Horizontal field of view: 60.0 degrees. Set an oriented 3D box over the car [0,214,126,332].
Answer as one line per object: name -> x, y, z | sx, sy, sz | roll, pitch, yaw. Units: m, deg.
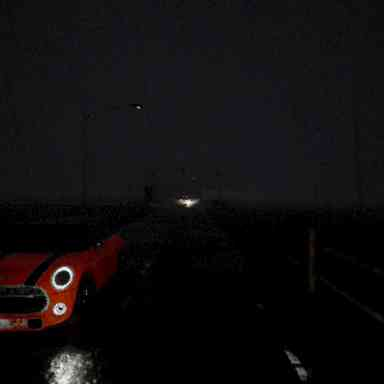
car -> -2.851, 1.370, 7.182 | 2.097, 1.767, 4.553 | 0, 0, 0
